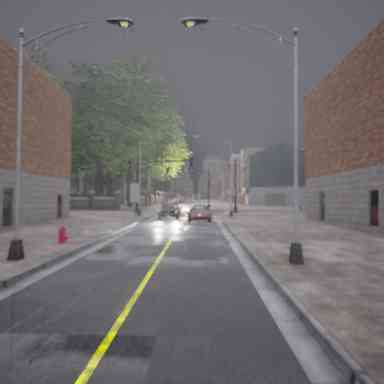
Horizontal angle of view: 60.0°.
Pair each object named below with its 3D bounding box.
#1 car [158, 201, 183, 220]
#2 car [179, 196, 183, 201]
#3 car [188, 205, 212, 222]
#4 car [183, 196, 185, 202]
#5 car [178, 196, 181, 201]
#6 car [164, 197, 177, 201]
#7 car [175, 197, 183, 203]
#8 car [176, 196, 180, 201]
[{"bbox_3d":[-2.040,1.815,31.206,1.895,1.301,4.718,0,0,1],"label":"car"},{"bbox_3d":[-3.791,2.211,80.932,1.802,1.307,4.206,2,-1,1],"label":"car"},{"bbox_3d":[0.659,1.776,28.246,1.994,1.385,4.181,0,0,2],"label":"car"},{"bbox_3d":[-3.699,2.001,86.384,2.192,1.841,5.009,2,-1,1],"label":"car"},{"bbox_3d":[-3.960,2.088,70.034,1.947,1.339,4.313,2,0,1],"label":"car"},{"bbox_3d":[-4.183,1.960,57.451,2.008,1.369,4.403,2,0,1],"label":"car"},{"bbox_3d":[-3.618,2.186,91.832,1.967,1.590,4.097,2,-1,1],"label":"car"},{"bbox_3d":[-4.045,2.023,64.584,2.008,1.369,4.403,2,0,1],"label":"car"}]
